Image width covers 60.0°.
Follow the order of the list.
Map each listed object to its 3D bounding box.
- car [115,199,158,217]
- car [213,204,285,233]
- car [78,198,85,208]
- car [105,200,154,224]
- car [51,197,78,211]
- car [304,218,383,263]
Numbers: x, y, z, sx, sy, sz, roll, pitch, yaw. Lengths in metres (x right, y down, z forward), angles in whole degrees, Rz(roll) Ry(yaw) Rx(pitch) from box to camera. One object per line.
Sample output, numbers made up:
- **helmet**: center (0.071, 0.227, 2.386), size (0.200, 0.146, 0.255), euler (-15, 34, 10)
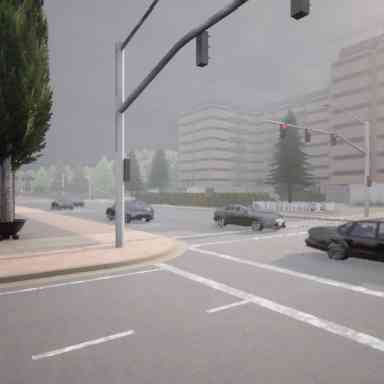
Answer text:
- **car**: center (-5.474, 1.491, 32.159), size (2.128, 1.511, 4.902), euler (0, 0, -36)
- **car**: center (3.345, 1.491, 20.198), size (2.128, 1.511, 4.902), euler (0, 0, -38)
- **car**: center (-17.189, 1.477, 48.471), size (1.882, 1.535, 5.008), euler (0, 0, -35)
- **car**: center (-4.907, 1.547, 25.394), size (2.033, 1.411, 5.357), euler (0, 0, -36)
- **car**: center (-15.826, 1.507, 40.545), size (1.837, 1.490, 4.892), euler (0, -1, -36)
- **car**: center (6.177, 1.548, 10.222), size (2.033, 1.411, 5.357), euler (0, 0, -36)
